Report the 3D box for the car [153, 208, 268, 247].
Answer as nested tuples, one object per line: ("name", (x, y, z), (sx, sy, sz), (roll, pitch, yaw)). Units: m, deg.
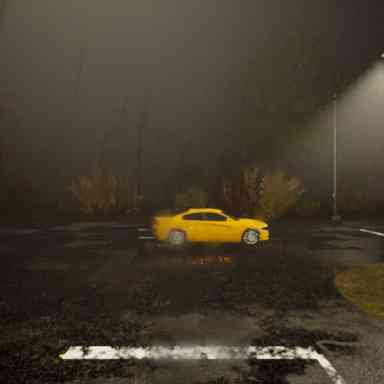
("car", (0.797, 1.480, 14.579), (5.008, 1.535, 1.882), (0, 0, -1))
